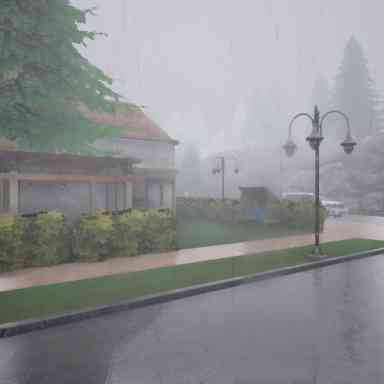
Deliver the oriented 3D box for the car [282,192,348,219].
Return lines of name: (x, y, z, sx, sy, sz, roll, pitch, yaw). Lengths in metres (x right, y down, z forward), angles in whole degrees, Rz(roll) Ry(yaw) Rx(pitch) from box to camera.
car: (9.759, 1.058, 27.269, 2.150, 2.045, 5.566, 0, 0, -35)
